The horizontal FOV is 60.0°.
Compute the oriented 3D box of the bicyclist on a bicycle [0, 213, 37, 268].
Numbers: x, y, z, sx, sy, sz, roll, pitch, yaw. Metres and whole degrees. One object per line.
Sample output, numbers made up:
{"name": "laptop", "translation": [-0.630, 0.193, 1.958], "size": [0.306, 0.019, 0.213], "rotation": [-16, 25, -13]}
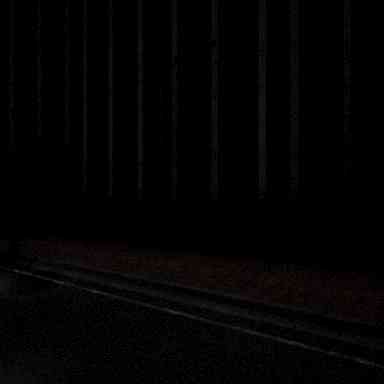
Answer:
{"name": "bicyclist on a bicycle", "translation": [-5.142, 1.415, 9.315], "size": [0.582, 1.620, 1.656], "rotation": [0, 0, 35]}
